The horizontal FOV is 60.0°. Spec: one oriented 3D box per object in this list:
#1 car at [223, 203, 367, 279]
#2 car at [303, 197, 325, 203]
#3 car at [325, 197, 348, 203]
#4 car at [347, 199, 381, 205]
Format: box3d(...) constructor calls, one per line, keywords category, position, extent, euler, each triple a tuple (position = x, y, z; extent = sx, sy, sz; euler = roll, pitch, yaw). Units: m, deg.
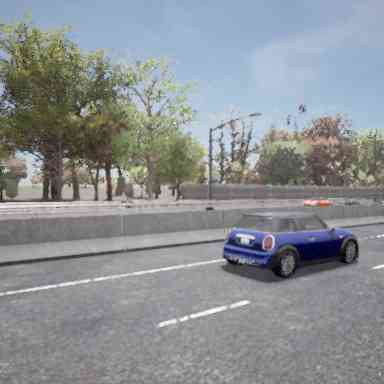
box3d(category="car", position=(3.194, 1.375, 10.379), extent=(4.553, 1.767, 2.097), euler=(0, 0, -35))
box3d(category="car", position=(17.316, 1.482, 46.431), extent=(4.553, 1.767, 2.097), euler=(0, 0, -36))
box3d(category="car", position=(20.437, 1.627, 44.448), extent=(4.902, 1.511, 2.128), euler=(0, 0, -35))
box3d(category="car", position=(22.032, 1.680, 41.292), extent=(5.357, 1.411, 2.033), euler=(0, 0, -35))
